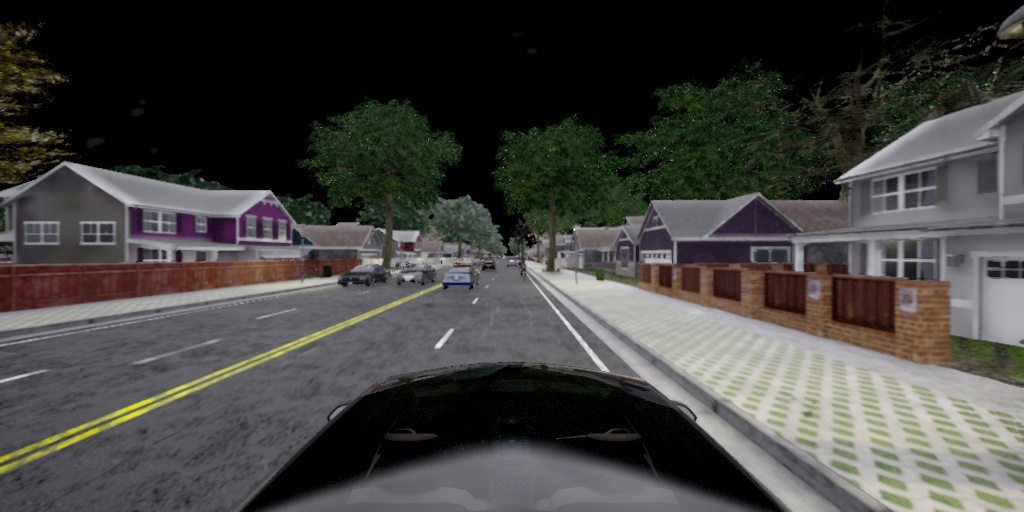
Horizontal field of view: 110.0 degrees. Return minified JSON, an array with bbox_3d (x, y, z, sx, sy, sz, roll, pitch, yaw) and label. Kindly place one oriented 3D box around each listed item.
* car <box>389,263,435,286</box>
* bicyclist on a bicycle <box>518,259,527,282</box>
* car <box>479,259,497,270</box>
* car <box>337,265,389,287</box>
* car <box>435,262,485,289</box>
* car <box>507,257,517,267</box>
[{"bbox_3d":[-6.600,1.237,25.177,2.128,1.511,4.902,0,0,0],"label":"car"},{"bbox_3d":[0.890,1.199,27.089,0.582,1.620,1.656,0,0,0],"label":"bicyclist on a bicycle"},{"bbox_3d":[-3.157,1.250,50.450,1.837,1.490,4.892,0,0,0],"label":"car"},{"bbox_3d":[-9.852,1.293,24.498,2.033,1.411,5.357,0,0,0],"label":"car"},{"bbox_3d":[-3.153,1.294,22.870,2.033,1.411,5.357,0,0,0],"label":"car"},{"bbox_3d":[0.016,1.292,64.482,2.033,1.411,5.357,0,0,0],"label":"car"}]
